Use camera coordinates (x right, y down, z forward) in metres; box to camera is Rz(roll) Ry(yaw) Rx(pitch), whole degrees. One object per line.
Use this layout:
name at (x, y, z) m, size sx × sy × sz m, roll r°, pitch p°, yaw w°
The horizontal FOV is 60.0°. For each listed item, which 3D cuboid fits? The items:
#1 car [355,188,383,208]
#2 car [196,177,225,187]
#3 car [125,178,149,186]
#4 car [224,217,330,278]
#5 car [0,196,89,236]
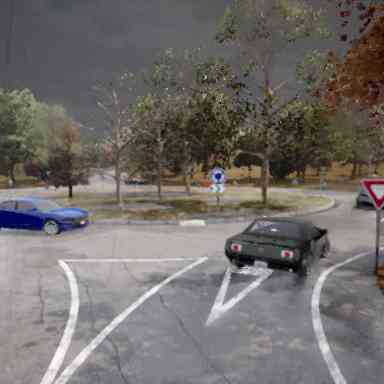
car at (13.349, 0.352, 24.766) m, size 1.994 × 1.385 × 4.181 m, roll 2°, pitch 5°, yaw 29°
car at (2.882, -1.630, 53.067) m, size 4.553 × 1.767 × 2.097 m, roll 1°, pitch 4°, yaw 18°
car at (-9.929, -1.804, 59.677) m, size 4.718 × 1.301 × 1.895 m, roll 3°, pitch 5°, yaw 40°
car at (2.711, 1.389, 9.606) m, size 1.895 × 1.301 × 4.718 m, roll 3°, pitch 2°, yaw 30°
car at (-7.135, 0.987, 15.144) m, size 5.008 × 1.535 × 1.882 m, roll 1°, pitch 5°, yaw 17°
